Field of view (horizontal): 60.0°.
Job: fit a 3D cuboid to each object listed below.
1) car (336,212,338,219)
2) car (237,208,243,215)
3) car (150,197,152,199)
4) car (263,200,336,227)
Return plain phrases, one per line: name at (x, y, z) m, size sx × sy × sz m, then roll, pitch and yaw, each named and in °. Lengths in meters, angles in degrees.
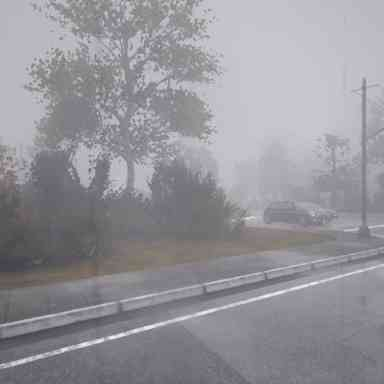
car at (9.212, 1.594, 26.889) m, size 1.837 × 1.490 × 4.892 m, roll 0°, pitch -1°, yaw -42°
car at (3.501, 1.781, 33.716) m, size 1.994 × 1.385 × 4.181 m, roll 0°, pitch -1°, yaw -42°
car at (-6.113, 1.848, 53.041) m, size 5.566 × 2.045 × 2.150 m, roll -2°, pitch -1°, yaw 40°
car at (7.313, 1.426, 23.643) m, size 2.097 × 1.767 × 4.553 m, roll 0°, pitch -1°, yaw -38°
